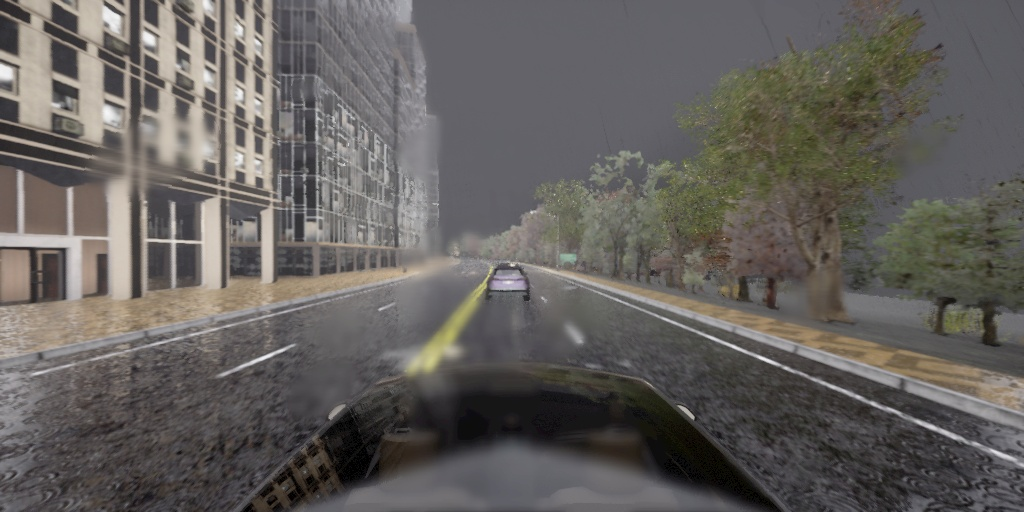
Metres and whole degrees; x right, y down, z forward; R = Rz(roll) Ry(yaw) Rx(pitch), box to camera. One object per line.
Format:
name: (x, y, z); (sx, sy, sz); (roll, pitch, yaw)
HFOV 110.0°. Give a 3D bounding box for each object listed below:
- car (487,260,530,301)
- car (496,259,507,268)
car: (-0.189, 1.186, 17.540); (2.033, 1.649, 4.856); (0, 0, -1)
car: (-1.887, 1.257, 62.405); (1.837, 1.490, 4.892); (0, 0, -3)
